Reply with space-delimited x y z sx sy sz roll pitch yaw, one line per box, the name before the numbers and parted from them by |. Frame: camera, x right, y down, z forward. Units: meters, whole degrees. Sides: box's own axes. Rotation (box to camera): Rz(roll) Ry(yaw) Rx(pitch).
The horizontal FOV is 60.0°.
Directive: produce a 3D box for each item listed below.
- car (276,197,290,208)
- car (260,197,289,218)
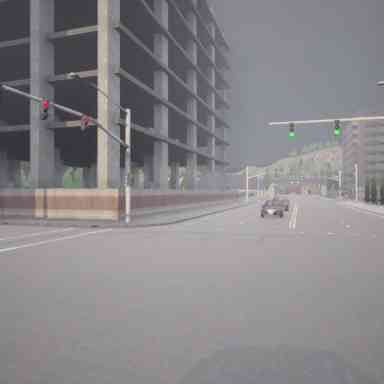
car | 13.537 1.526 49.356 1.812 1.442 4.674 0 0 19
car | 7.420 1.491 30.427 2.128 1.511 4.902 0 0 18
